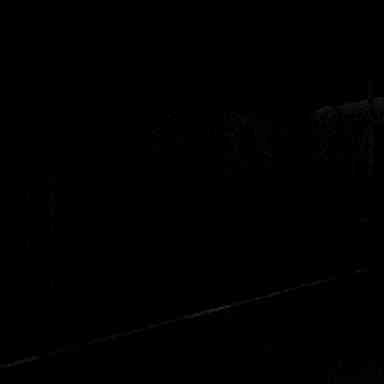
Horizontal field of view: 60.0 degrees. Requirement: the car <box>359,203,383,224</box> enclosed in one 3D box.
[{"bbox_3d":[13.006,1.486,24.477,1.837,1.490,4.892,0,0,-41],"label":"car"}]
